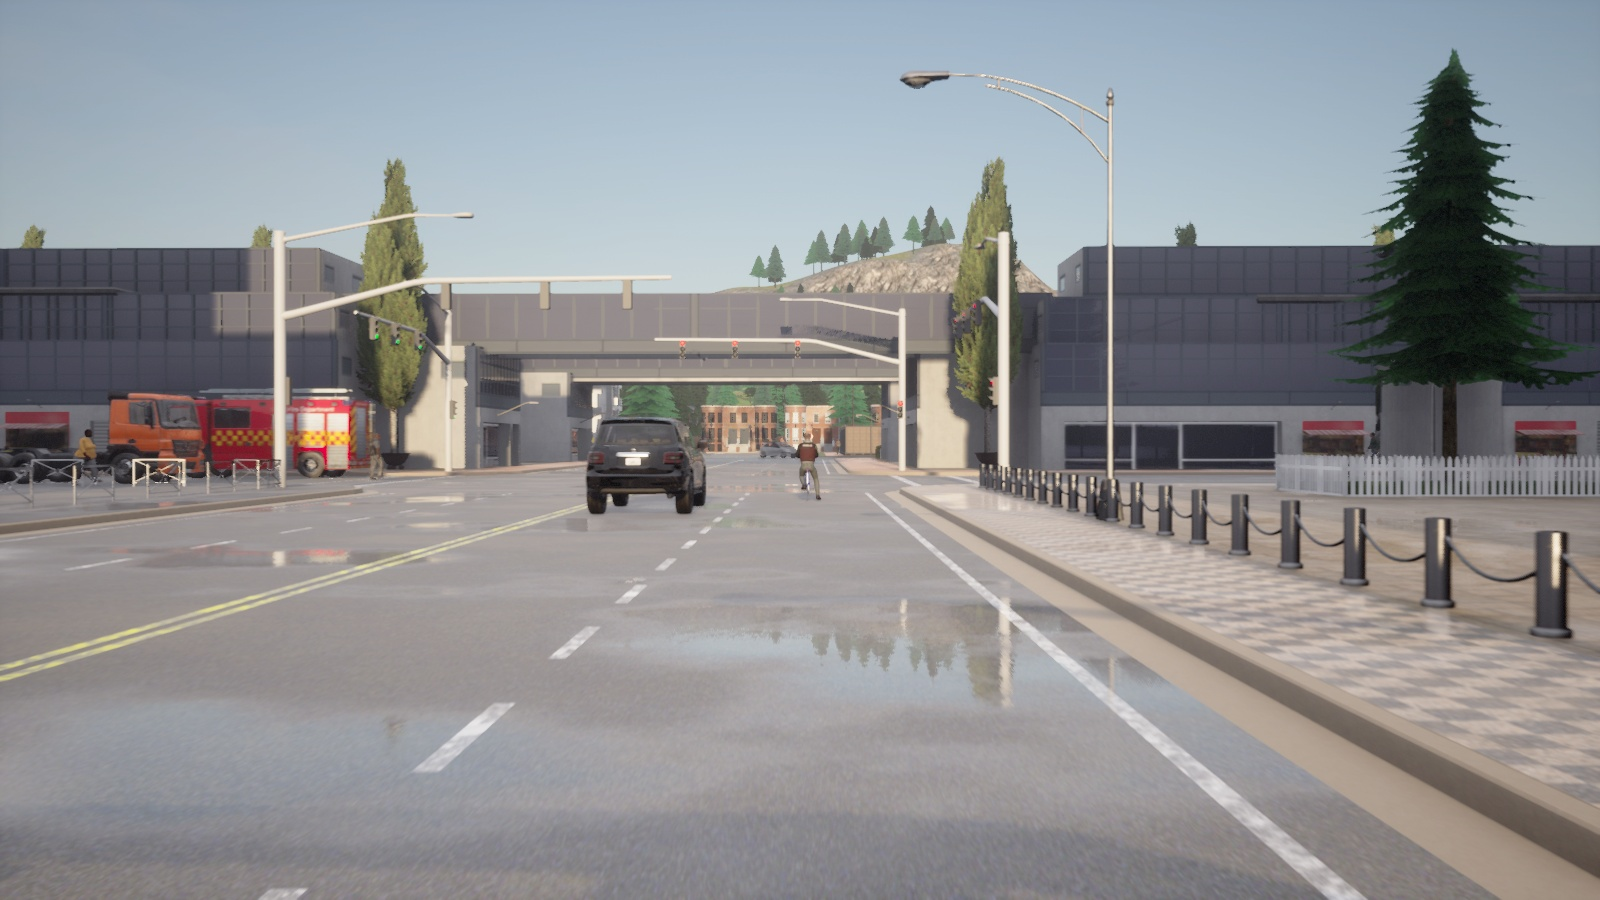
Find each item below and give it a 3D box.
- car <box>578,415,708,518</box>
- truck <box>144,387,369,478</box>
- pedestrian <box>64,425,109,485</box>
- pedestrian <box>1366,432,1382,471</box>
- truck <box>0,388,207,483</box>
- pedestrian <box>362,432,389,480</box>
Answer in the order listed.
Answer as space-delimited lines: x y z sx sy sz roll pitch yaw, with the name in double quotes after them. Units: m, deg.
-3.331 0.306 27.746 2.150 2.045 5.566 0 0 0 "car"
-23.399 -0.743 54.360 8.468 3.827 2.891 0 0 1 "truck"
-22.387 0.165 39.408 0.900 1.855 0.874 0 0 7 "pedestrian"
27.277 0.091 59.679 0.614 1.847 0.353 0 0 -2 "pedestrian"
-27.057 -0.524 47.453 7.936 3.462 2.891 0 0 2 "truck"
-16.594 0.235 49.093 0.563 1.883 0.849 0 0 44 "pedestrian"
